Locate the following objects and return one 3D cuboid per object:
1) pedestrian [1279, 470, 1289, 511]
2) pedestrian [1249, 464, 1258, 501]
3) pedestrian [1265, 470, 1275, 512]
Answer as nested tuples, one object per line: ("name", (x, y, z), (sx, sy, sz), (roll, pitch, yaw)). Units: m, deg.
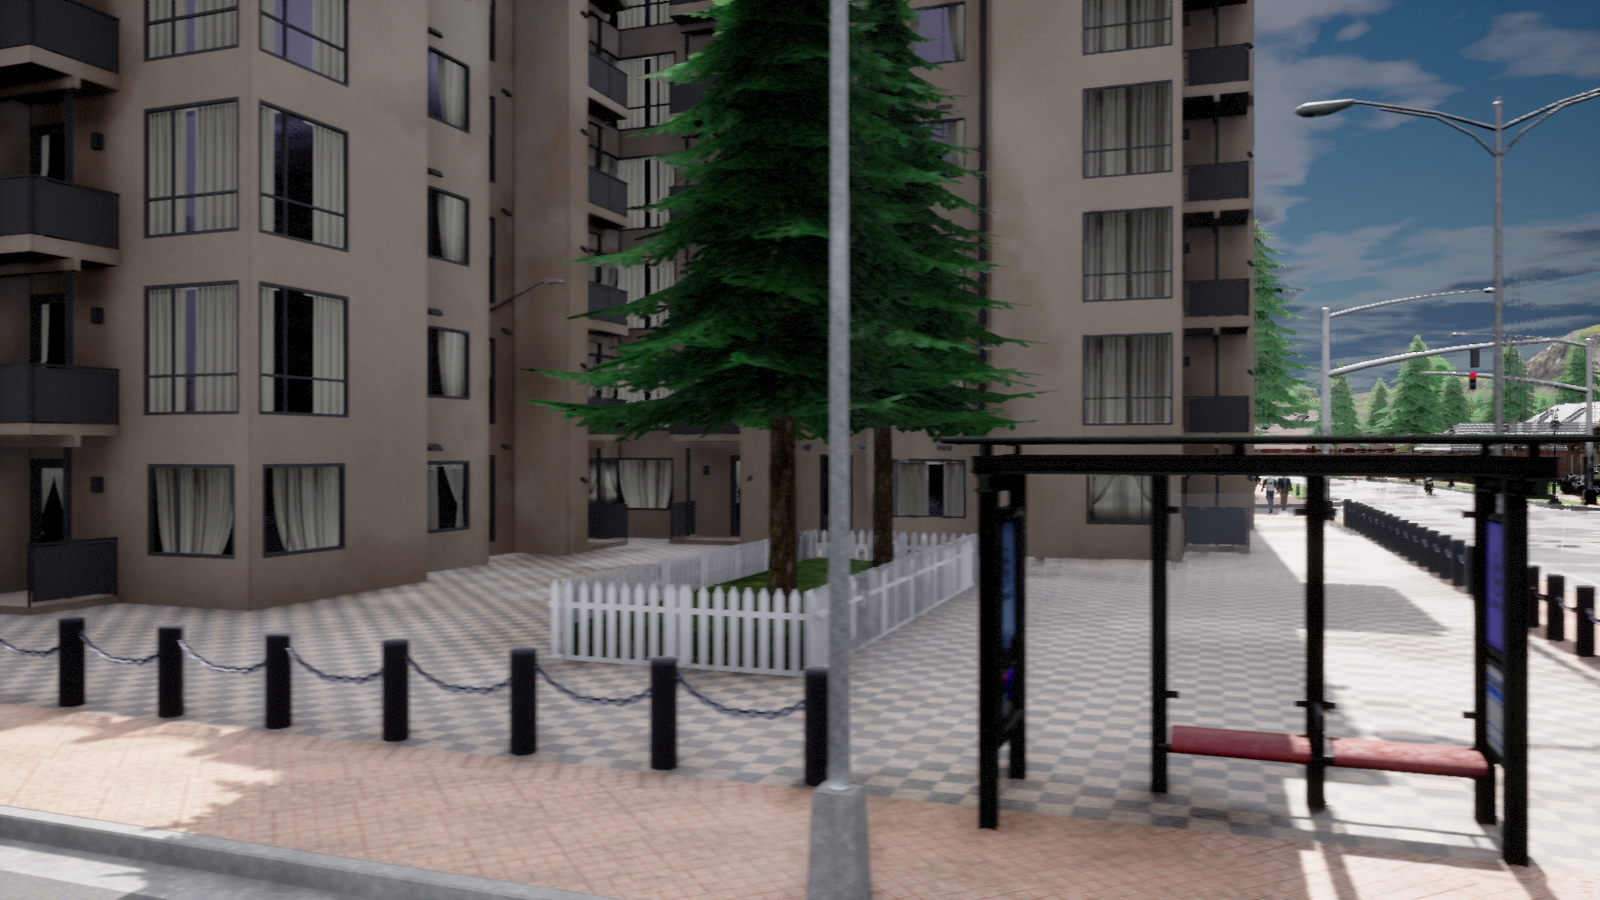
("pedestrian", (22.122, 1.829, 52.218), (0.375, 1.860, 0.375), (0, 0, 18))
("pedestrian", (23.244, 1.675, 58.520), (0.375, 1.860, 0.375), (0, 0, 31))
("pedestrian", (21.056, 1.829, 51.136), (0.375, 1.860, 0.375), (0, 0, 17))
